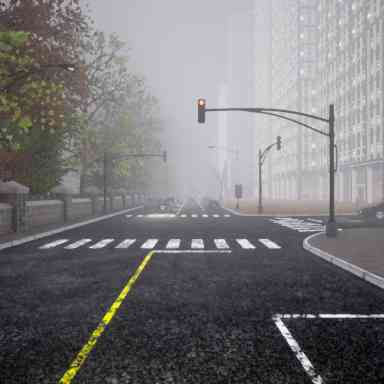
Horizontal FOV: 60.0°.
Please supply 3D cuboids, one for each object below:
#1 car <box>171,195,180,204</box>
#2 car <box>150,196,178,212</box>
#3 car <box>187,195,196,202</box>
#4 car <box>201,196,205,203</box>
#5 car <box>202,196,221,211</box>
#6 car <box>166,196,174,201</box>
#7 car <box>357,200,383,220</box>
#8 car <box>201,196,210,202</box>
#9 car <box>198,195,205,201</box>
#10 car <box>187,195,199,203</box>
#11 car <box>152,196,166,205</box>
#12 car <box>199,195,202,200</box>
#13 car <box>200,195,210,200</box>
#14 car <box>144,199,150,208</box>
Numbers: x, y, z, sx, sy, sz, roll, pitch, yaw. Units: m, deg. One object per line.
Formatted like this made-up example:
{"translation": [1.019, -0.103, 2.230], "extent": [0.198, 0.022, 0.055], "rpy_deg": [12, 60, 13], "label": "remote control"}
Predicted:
{"translation": [-3.139, 1.530, 48.030], "extent": [1.837, 1.490, 4.892], "rpy_deg": [0, 0, 0], "label": "car"}
{"translation": [-3.135, 1.509, 38.214], "extent": [2.128, 1.511, 4.902], "rpy_deg": [0, 0, 0], "label": "car"}
{"translation": [-0.069, 1.482, 78.807], "extent": [2.033, 1.411, 5.357], "rpy_deg": [0, 0, 0], "label": "car"}
{"translation": [2.650, 1.592, 47.156], "extent": [1.947, 1.339, 4.313], "rpy_deg": [0, 0, 0], "label": "car"}
{"translation": [2.655, 1.587, 41.523], "extent": [1.947, 1.339, 4.313], "rpy_deg": [0, 0, 0], "label": "car"}
{"translation": [-5.765, 1.626, 86.575], "extent": [1.887, 1.381, 4.507], "rpy_deg": [0, 0, 0], "label": "car"}
{"translation": [14.933, 1.239, 24.747], "extent": [4.892, 1.490, 1.837], "rpy_deg": [-1, 0, 0], "label": "car"}
{"translation": [3.082, 1.590, 76.836], "extent": [1.812, 1.442, 4.674], "rpy_deg": [0, 0, 0], "label": "car"}
{"translation": [2.611, 1.642, 92.214], "extent": [2.008, 1.369, 4.403], "rpy_deg": [0, 0, 0], "label": "car"}
{"translation": [-0.061, 1.578, 69.224], "extent": [1.812, 1.442, 4.674], "rpy_deg": [0, 0, 0], "label": "car"}
{"translation": [-5.740, 1.478, 58.414], "extent": [1.967, 1.590, 4.097], "rpy_deg": [0, 0, 0], "label": "car"}
{"translation": [3.052, 1.406, 69.806], "extent": [2.097, 1.767, 4.553], "rpy_deg": [0, 0, 0], "label": "car"}
{"translation": [2.645, 1.597, 52.789], "extent": [1.947, 1.339, 4.313], "rpy_deg": [0, 0, 0], "label": "car"}
{"translation": [-5.730, 1.608, 47.149], "extent": [1.802, 1.307, 4.206], "rpy_deg": [0, 0, 0], "label": "car"}
